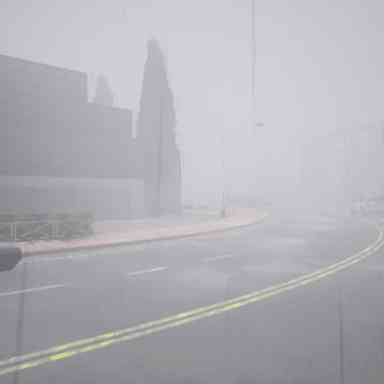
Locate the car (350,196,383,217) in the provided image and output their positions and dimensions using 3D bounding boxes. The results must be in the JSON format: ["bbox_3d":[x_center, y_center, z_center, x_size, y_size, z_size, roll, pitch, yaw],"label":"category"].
[{"bbox_3d":[17.800,1.396,33.569,2.150,2.045,5.566,0,0,10],"label":"car"}]

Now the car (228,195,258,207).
[{"bbox_3d":[8.191,1.441,56.112,2.150,2.045,5.566,0,-1,-23],"label":"car"}]

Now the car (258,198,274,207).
[{"bbox_3d":[11.994,1.738,56.735,1.837,1.490,4.892,1,-1,-18],"label":"car"}]

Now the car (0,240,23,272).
[{"bbox_3d":[-6.752,1.603,7.849,4.718,1.301,1.895,0,0,-36],"label":"car"}]
